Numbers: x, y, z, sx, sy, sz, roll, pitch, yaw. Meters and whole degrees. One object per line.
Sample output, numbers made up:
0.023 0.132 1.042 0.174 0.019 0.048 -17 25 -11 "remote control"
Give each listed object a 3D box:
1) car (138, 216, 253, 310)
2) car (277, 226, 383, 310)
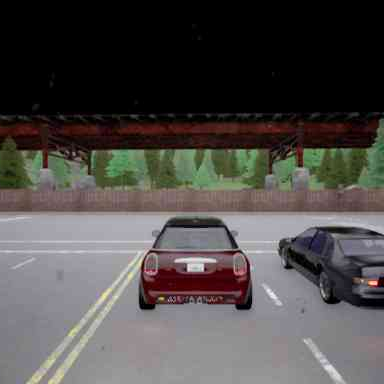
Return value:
0.072 1.348 7.961 2.097 1.767 4.553 0 0 0 "car"
3.576 1.543 8.049 2.033 1.411 5.357 0 0 0 "car"
